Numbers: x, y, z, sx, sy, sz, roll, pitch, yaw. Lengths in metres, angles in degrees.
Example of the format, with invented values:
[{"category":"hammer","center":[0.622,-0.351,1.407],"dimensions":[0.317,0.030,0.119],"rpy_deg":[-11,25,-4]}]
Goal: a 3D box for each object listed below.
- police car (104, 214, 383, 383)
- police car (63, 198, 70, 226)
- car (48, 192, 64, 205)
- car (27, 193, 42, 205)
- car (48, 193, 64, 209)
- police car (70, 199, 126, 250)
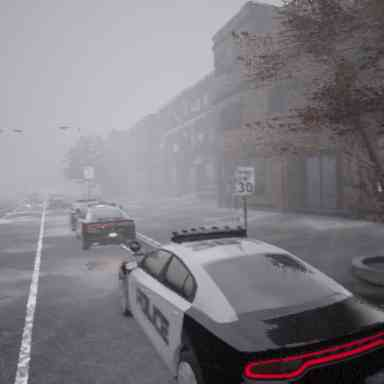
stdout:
[{"category":"police car","center":[0.197,1.327,4.794],"dimensions":[1.930,1.638,5.238],"rpy_deg":[-2,1,-24]},{"category":"police car","center":[-6.190,1.247,19.464],"dimensions":[1.930,1.638,5.238],"rpy_deg":[-2,1,-24]},{"category":"car","center":[-20.872,0.926,50.918],"dimensions":[2.097,1.767,4.553],"rpy_deg":[-2,1,-24]},{"category":"car","center":[-24.679,0.984,52.150],"dimensions":[2.097,1.767,4.553],"rpy_deg":[-2,2,-24]},{"category":"car","center":[-16.007,1.233,39.828],"dimensions":[1.812,1.442,4.674],"rpy_deg":[-2,1,-23]},{"category":"police car","center":[-3.795,1.277,13.963],"dimensions":[1.930,1.638,5.238],"rpy_deg":[-2,1,-24]}]
